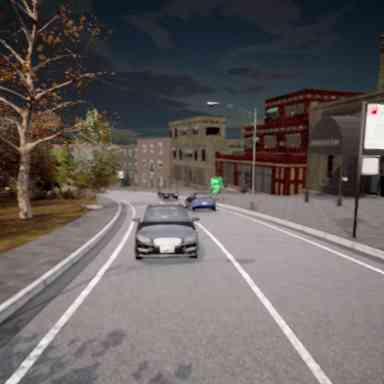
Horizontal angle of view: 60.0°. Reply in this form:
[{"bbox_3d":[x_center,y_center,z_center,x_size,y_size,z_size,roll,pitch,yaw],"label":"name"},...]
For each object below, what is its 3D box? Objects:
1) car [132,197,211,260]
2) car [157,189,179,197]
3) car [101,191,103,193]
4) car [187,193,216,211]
[{"bbox_3d":[-0.871,1.154,11.104,2.128,1.511,4.902,0,2,-5],"label":"car"},{"bbox_3d":[-3.115,0.320,41.694,1.895,1.301,4.718,-2,2,-16],"label":"car"},{"bbox_3d":[-19.225,-0.378,70.169,1.837,1.490,4.892,-3,2,-28],"label":"car"},{"bbox_3d":[0.586,0.734,26.945,1.994,1.385,4.181,-1,2,-11],"label":"car"}]
